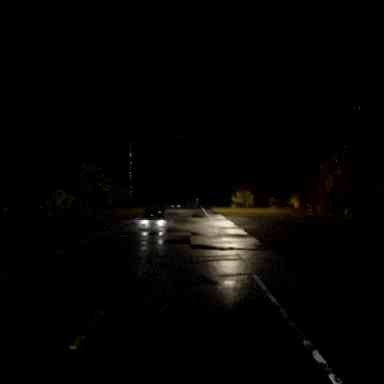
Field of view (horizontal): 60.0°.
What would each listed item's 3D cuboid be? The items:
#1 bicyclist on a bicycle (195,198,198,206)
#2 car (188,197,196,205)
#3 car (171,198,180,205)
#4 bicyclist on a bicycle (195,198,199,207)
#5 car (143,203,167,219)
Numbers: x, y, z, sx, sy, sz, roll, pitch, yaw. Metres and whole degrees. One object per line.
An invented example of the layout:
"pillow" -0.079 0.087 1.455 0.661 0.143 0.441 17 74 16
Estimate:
"bicyclist on a bicycle" 0.972 2.059 70.026 0.582 1.620 1.656 0 -1 0
"car" 0.011 2.187 78.460 2.128 1.511 4.902 0 0 0
"car" -3.490 1.986 73.000 2.033 1.411 5.357 0 0 0
"bicyclist on a bicycle" 0.971 1.916 61.909 0.659 1.776 1.843 0 0 0
"car" -3.600 1.828 32.351 1.812 1.442 4.674 0 -1 0
